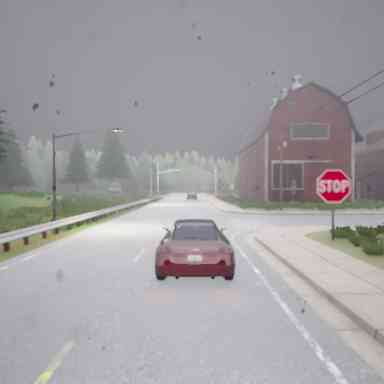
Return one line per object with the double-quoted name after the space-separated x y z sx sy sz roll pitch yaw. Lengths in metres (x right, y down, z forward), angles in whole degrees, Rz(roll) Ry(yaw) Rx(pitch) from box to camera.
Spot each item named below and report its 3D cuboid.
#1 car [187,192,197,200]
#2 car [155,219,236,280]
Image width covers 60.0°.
0.004 0.731 62.562 1.882 1.535 5.008 0 1 0 "car"
0.079 1.448 9.562 1.994 1.385 4.181 0 1 0 "car"
